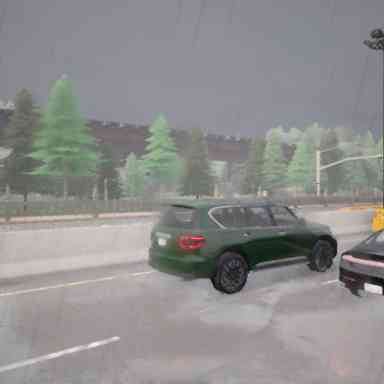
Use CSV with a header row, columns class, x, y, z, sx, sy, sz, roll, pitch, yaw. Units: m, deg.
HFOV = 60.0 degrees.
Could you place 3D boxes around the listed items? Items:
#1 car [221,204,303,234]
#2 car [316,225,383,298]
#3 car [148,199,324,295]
class,x,y,z,sx,sy,sz,roll,pitch,yaw
car,4.183,1.478,19.470,4.892,1.490,1.837,0,0,-34
car,5.171,1.471,7.199,4.902,1.511,2.128,0,0,-35
car,1.549,1.209,8.954,5.566,2.045,2.150,0,0,-35
